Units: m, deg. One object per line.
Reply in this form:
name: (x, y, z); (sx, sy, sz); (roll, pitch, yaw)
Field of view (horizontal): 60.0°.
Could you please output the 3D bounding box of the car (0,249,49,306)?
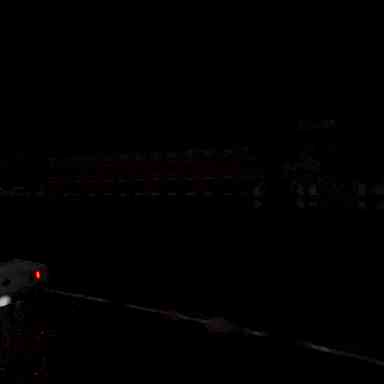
car: (-5.310, 1.650, 6.764); (4.718, 1.301, 1.895); (-1, 0, 25)
